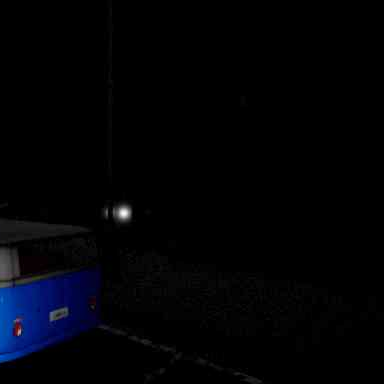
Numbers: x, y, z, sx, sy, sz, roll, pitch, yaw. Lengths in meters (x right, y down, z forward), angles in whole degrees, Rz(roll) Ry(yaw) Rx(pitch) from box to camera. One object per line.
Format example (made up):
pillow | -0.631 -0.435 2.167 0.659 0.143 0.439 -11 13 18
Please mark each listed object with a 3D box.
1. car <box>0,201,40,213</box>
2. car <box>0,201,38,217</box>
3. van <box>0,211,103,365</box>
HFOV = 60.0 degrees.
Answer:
car | -15.437 1.518 28.521 1.812 1.442 4.674 0 1 33
car | -17.356 1.583 31.457 1.895 1.301 4.718 0 0 35
van | -3.224 1.341 5.377 3.998 1.788 1.690 0 0 36
